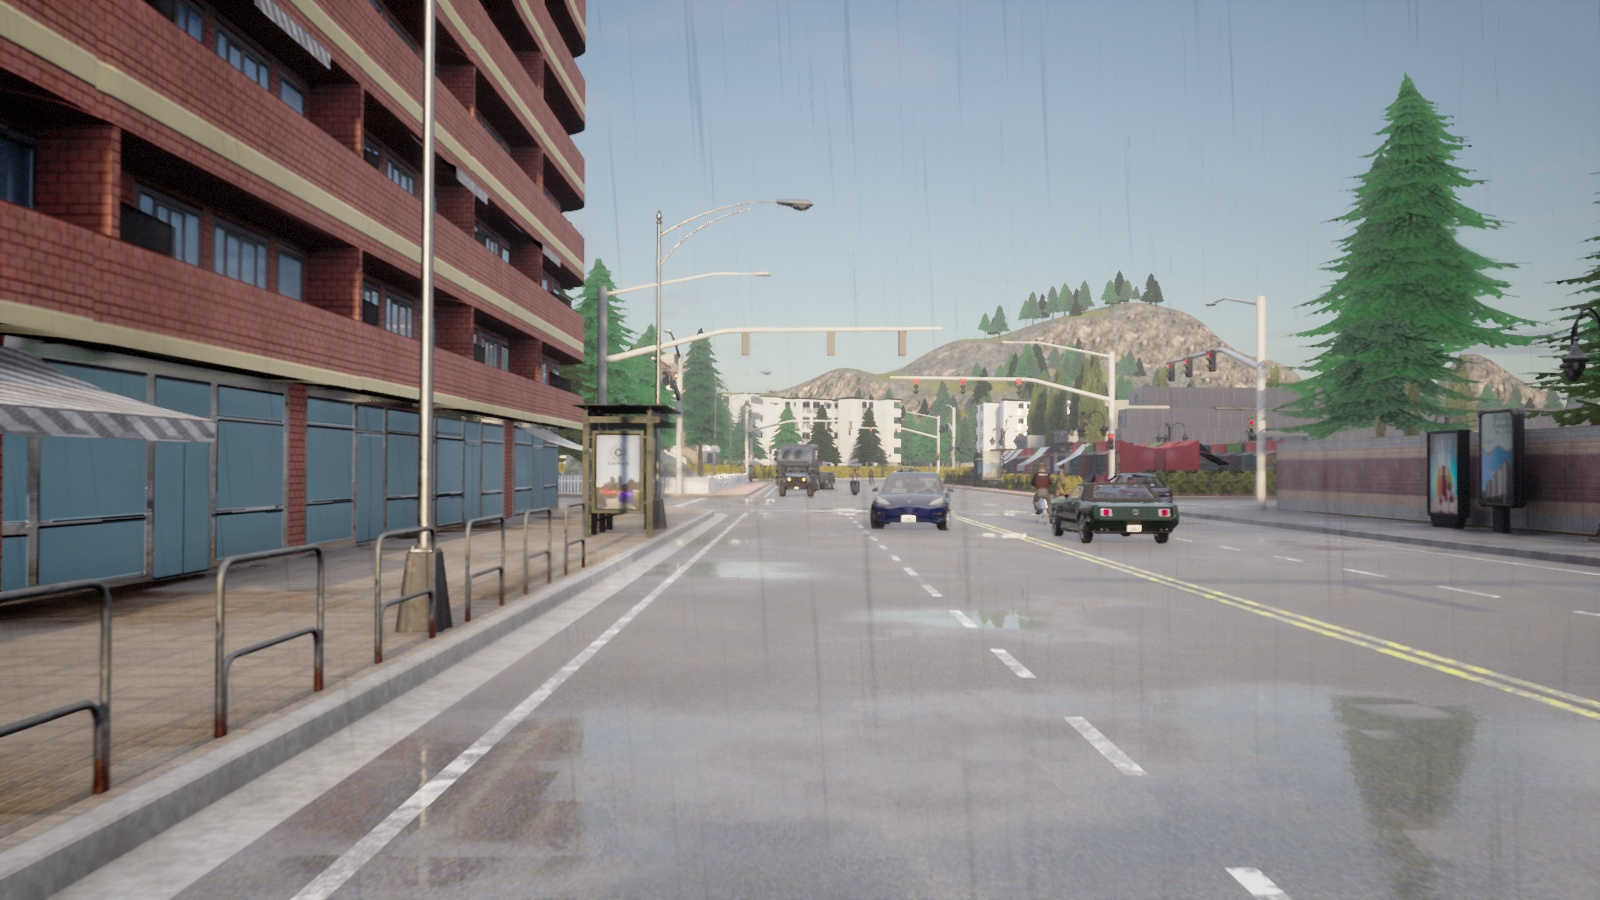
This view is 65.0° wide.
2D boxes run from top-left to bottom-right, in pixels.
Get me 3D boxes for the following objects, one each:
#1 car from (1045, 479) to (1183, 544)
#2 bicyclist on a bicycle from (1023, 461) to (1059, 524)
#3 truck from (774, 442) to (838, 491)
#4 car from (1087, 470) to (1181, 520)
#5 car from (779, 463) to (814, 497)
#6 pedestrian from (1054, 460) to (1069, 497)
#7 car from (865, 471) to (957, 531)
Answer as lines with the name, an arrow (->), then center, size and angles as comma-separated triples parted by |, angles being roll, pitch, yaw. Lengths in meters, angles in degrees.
car -> 6.928, 1.313, 28.223 | 1.895, 1.301, 4.718 | 0, -1, 0
bicyclist on a bicycle -> 6.907, 1.203, 36.097 | 0.659, 1.776, 1.843 | 0, -1, 0
truck -> 0.542, 1.246, 93.483 | 2.891, 3.462, 7.936 | 0, -1, 14
car -> 10.399, 1.382, 39.440 | 1.816, 1.474, 4.193 | 0, -1, 0
car -> -0.182, 1.689, 71.140 | 1.905, 1.878, 3.866 | 0, -1, 0
pedestrian -> 13.932, 1.526, 66.908 | 0.692, 1.930, 0.396 | 0, -1, 6
car -> 3.044, 1.310, 33.612 | 2.163, 1.488, 4.792 | 0, -1, 8
